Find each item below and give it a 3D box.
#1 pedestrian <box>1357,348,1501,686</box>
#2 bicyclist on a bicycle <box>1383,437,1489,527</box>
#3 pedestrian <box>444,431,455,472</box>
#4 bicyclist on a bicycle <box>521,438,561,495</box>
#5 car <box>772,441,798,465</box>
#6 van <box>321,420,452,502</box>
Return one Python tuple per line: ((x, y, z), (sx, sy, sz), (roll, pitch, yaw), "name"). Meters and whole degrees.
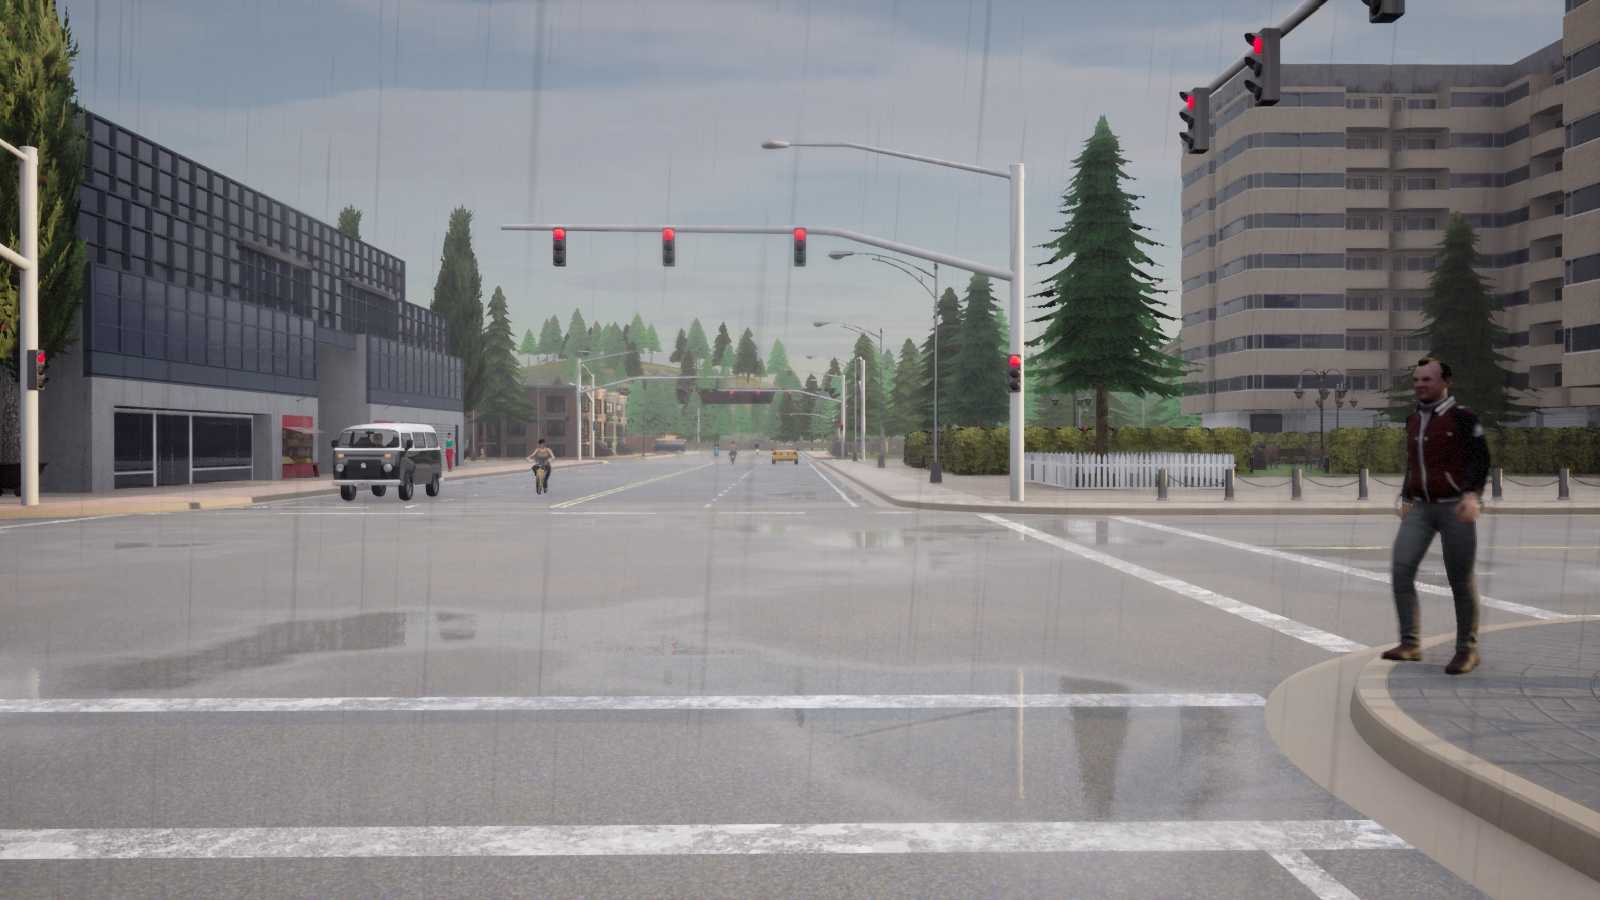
((3.616, 0.367, 7.220), (0.720, 1.854, 0.376), (0, 0, -26), "pedestrian")
((11.684, 0.578, 23.084), (1.656, 1.620, 0.582), (0, 0, -1), "bicyclist on a bicycle")
((-16.147, 0.066, 57.829), (0.345, 1.836, 0.594), (0, 0, -1), "pedestrian")
((-7.527, 0.471, 36.554), (0.866, 1.612, 1.509), (0, 1, -1), "bicyclist on a bicycle")
((-1.048, 0.189, 87.747), (1.801, 1.575, 5.366), (0, 0, -1), "car")
((-10.994, 0.272, 33.725), (2.069, 2.038, 4.480), (0, 0, -1), "van")
